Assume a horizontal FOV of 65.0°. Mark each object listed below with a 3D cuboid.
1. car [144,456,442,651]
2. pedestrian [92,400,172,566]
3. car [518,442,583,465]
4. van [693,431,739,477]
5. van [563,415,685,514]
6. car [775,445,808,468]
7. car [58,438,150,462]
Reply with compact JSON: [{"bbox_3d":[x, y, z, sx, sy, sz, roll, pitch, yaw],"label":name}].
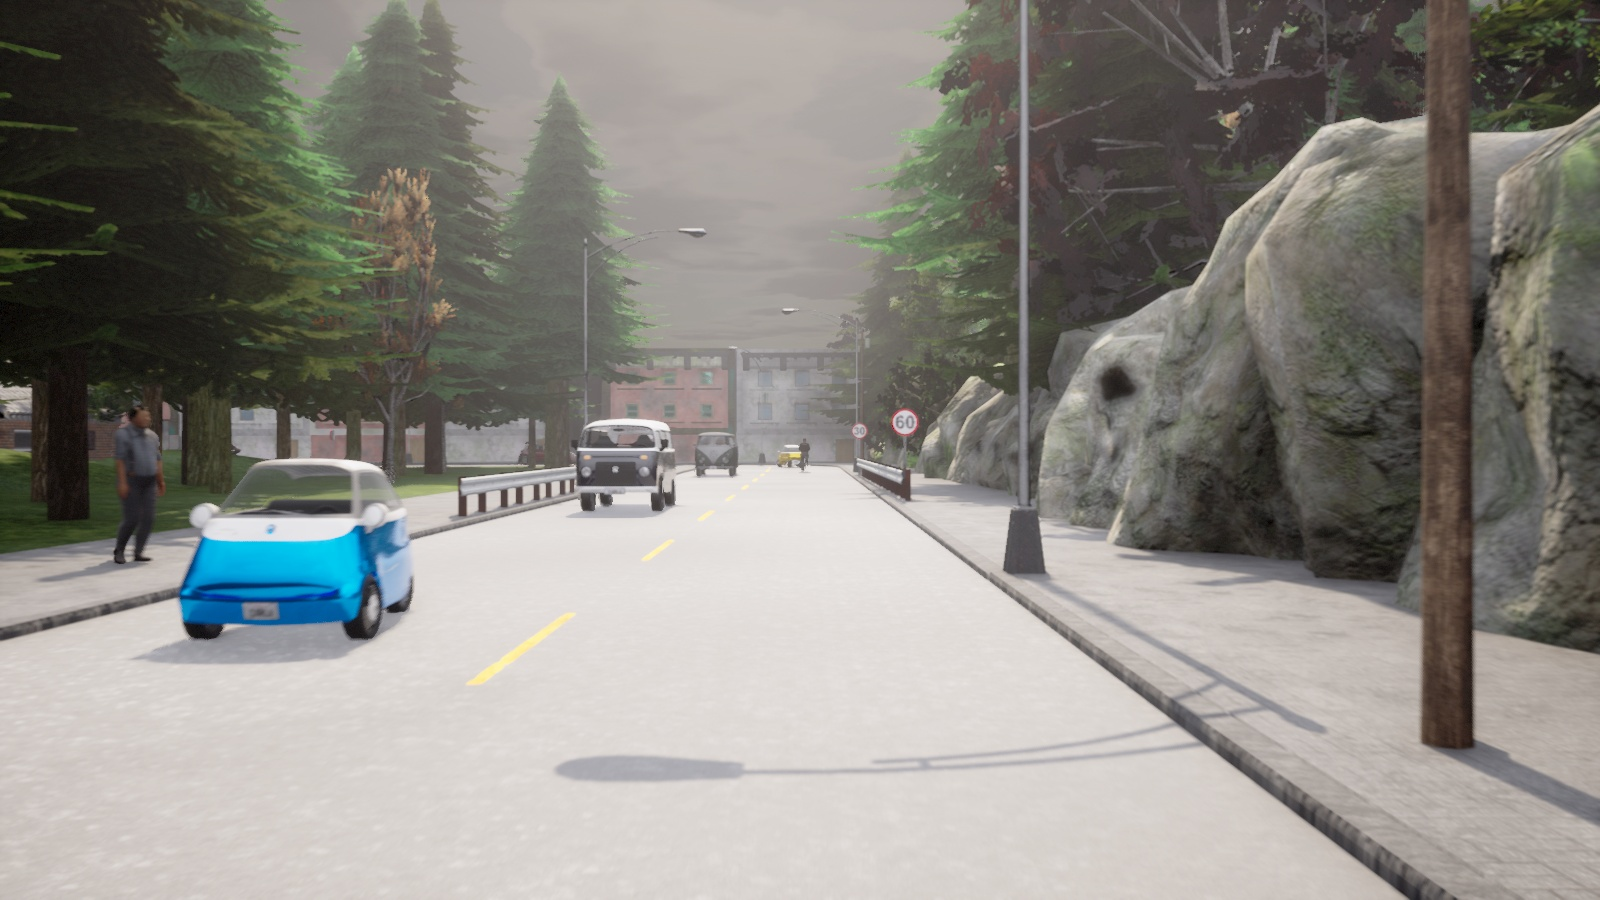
[{"bbox_3d":[-3.927,0.742,10.043,1.481,1.376,2.207,0,0,0],"label":"car"},{"bbox_3d":[-7.658,0.369,14.396,0.694,1.848,0.540,0,0,34],"label":"pedestrian"},{"bbox_3d":[-16.141,0.241,81.290,3.806,1.475,1.970,0,0,0],"label":"car"},{"bbox_3d":[-3.778,0.176,56.836,1.775,1.987,4.442,0,0,0],"label":"van"},{"bbox_3d":[-3.828,0.314,28.026,2.069,2.038,4.480,0,0,0],"label":"van"},{"bbox_3d":[-0.551,0.371,76.680,1.481,1.376,2.207,0,1,-15],"label":"car"},{"bbox_3d":[-47.350,0.005,85.518,5.027,1.651,2.152,0,0,0],"label":"car"}]
